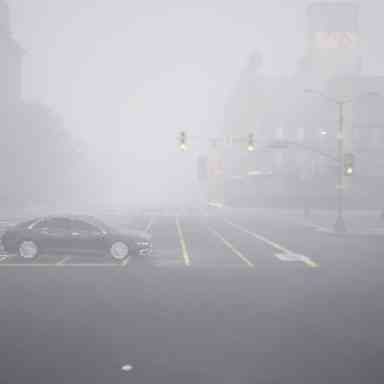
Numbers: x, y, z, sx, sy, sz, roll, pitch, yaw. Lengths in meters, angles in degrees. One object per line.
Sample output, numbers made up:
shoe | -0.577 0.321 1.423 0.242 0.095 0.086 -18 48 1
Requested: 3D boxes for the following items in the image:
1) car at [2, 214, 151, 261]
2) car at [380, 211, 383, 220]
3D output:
car | -3.863 1.549 11.572 4.892 1.490 1.837 2 0 -4
car | 18.542 1.854 28.069 5.008 1.535 1.882 1 0 -3
